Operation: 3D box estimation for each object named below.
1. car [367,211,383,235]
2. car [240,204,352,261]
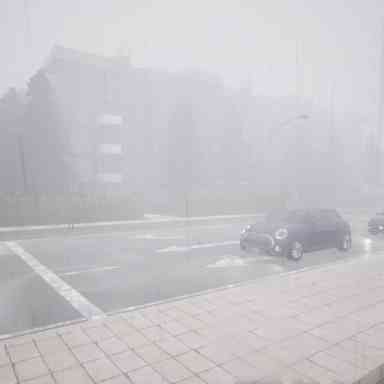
[{"bbox_3d":[11.233,1.505,17.711,4.892,1.490,1.837,0,0,-36],"label":"car"},{"bbox_3d":[3.920,1.352,12.406,4.553,1.767,2.097,0,0,-36],"label":"car"}]
